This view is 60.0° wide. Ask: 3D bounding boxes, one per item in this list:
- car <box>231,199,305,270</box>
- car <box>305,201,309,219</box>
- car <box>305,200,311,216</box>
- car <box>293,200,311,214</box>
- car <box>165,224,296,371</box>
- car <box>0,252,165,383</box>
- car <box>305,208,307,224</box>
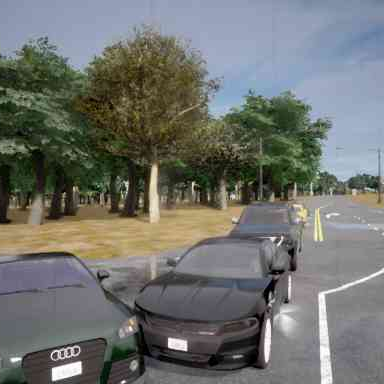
[{"bbox_3d":[2.858,1.460,12.405,2.150,2.045,5.566,-2,0,21],"label":"car"},{"bbox_3d":[7.234,1.664,24.063,1.882,1.535,5.008,-1,0,21],"label":"car"},{"bbox_3d":[9.293,1.725,29.567,1.812,1.442,4.674,-1,0,21],"label":"car"},{"bbox_3d":[13.316,1.748,40.152,1.812,1.442,4.674,-1,0,21],"label":"car"},{"bbox_3d":[0.737,1.613,6.264,1.882,1.535,5.008,-1,-2,21],"label":"car"},{"bbox_3d":[-2.309,1.643,4.967,1.994,1.385,4.181,1,-2,-33],"label":"car"},{"bbox_3d":[5.085,1.774,18.309,1.895,1.301,4.718,-1,0,21],"label":"car"}]
